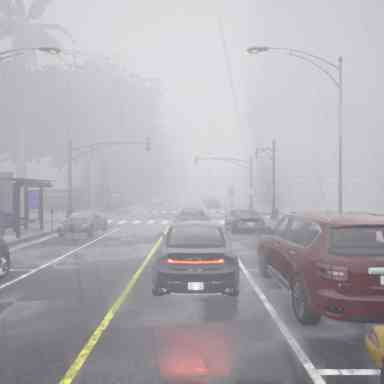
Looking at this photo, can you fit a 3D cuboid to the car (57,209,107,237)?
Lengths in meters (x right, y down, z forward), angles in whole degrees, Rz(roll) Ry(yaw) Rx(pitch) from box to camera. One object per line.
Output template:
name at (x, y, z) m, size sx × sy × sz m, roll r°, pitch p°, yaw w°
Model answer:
car at (-5.742, 1.575, 17.906) m, size 1.802 × 1.307 × 4.206 m, roll 0°, pitch 0°, yaw 0°

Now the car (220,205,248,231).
car at (2.783, 1.559, 17.877) m, size 1.947 × 1.339 × 4.313 m, roll 0°, pitch 0°, yaw 0°

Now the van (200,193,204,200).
van at (2.836, 1.300, 60.575) m, size 1.690 × 1.788 × 3.998 m, roll 0°, pitch 0°, yaw 0°

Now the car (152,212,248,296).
car at (0.087, 1.502, 8.608) m, size 1.837 × 1.490 × 4.892 m, roll 0°, pitch 0°, yaw 0°

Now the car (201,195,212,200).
car at (2.824, 1.536, 49.734) m, size 1.947 × 1.339 × 4.313 m, roll 0°, pitch 0°, yaw 0°

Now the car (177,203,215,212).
car at (0.026, 1.557, 18.637) m, size 1.994 × 1.385 × 4.181 m, roll 0°, pitch 0°, yaw 0°

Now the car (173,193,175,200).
car at (-5.668, 1.252, 76.866) m, size 2.192 × 1.841 × 5.009 m, roll 0°, pitch 0°, yaw 0°

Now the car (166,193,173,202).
car at (-5.675, 1.385, 71.446) m, size 1.967 × 1.590 × 4.097 m, roll 0°, pitch 0°, yaw 0°

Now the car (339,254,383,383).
car at (2.763, 1.525, 1.771) m, size 1.752 × 1.417 × 4.829 m, roll 0°, pitch 0°, yaw 0°

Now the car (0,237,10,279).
car at (-5.756, 1.438, 7.053) m, size 1.967 × 1.590 × 4.097 m, roll 0°, pitch 0°, yaw 0°

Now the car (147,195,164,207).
car at (-5.702, 1.521, 49.765) m, size 2.008 × 1.369 × 4.403 m, roll 0°, pitch 0°, yaw 0°

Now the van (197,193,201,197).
van at (2.864, 1.269, 82.256) m, size 1.690 × 1.788 × 3.998 m, roll 0°, pitch 0°, yaw 0°

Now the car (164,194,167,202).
car at (-5.695, 1.405, 55.185) m, size 1.967 × 1.590 × 4.097 m, roll 0°, pitch 0°, yaw 0°

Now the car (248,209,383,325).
car at (2.768, 1.313, 7.026) m, size 2.192 × 1.841 × 5.009 m, roll 0°, pitch 0°, yaw 0°

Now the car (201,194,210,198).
car at (2.831, 1.490, 55.324) m, size 1.752 × 1.417 × 4.829 m, roll 0°, pitch 0°, yaw 0°

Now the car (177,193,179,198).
car at (-5.648, 1.224, 93.127) m, size 2.192 × 1.841 × 5.009 m, roll 0°, pitch 0°, yaw 0°

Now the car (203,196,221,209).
car at (2.817, 1.540, 44.314) m, size 1.947 × 1.339 × 4.313 m, roll 0°, pitch 0°, yaw 0°
